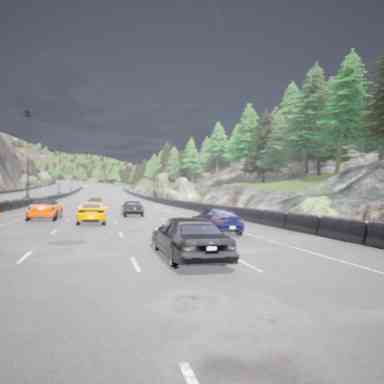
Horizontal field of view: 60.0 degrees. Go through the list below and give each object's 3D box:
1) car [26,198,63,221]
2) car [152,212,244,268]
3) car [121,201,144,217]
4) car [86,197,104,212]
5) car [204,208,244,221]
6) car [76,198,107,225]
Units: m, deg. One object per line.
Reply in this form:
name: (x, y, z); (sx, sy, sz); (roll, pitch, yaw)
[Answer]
car: (-11.306, 1.224, 25.750); (2.097, 1.767, 4.553); (1, 0, -15)
car: (-0.135, 1.590, 11.517); (2.033, 1.411, 5.357); (1, 0, -15)
car: (-5.697, 1.557, 31.730); (2.033, 1.411, 5.357); (1, 0, -15)
car: (-11.493, 1.429, 39.612); (1.837, 1.490, 4.892); (1, 0, -15)
car: (1.439, 1.630, 18.984); (1.812, 1.442, 4.674); (1, 0, -15)
car: (-7.099, 1.427, 23.645); (1.882, 1.535, 5.008); (1, 0, -15)
